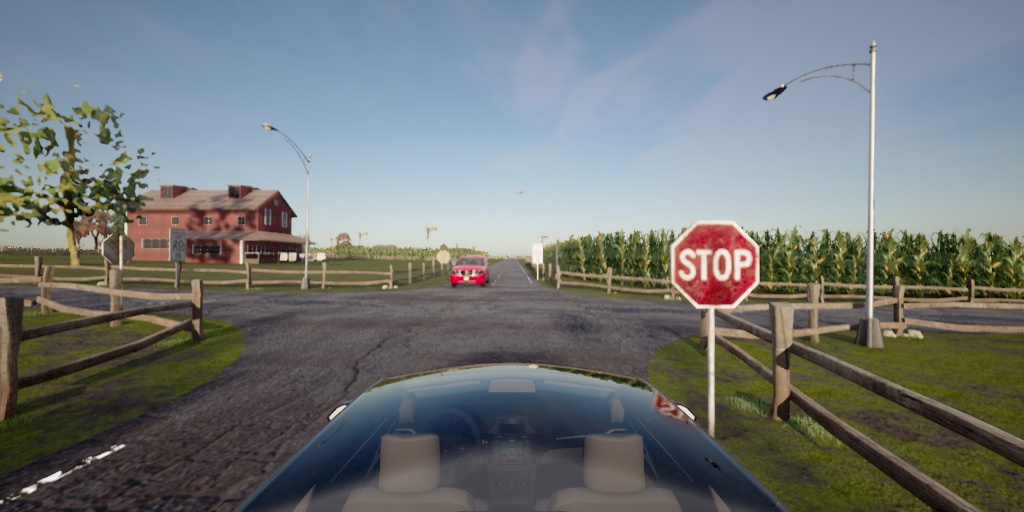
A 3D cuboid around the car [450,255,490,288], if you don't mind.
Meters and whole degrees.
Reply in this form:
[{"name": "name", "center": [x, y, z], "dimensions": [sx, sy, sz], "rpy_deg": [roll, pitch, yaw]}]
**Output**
[{"name": "car", "center": [-2.679, 0.965, 23.986], "dimensions": [2.150, 2.045, 5.566], "rpy_deg": [0, 0, 0]}]
